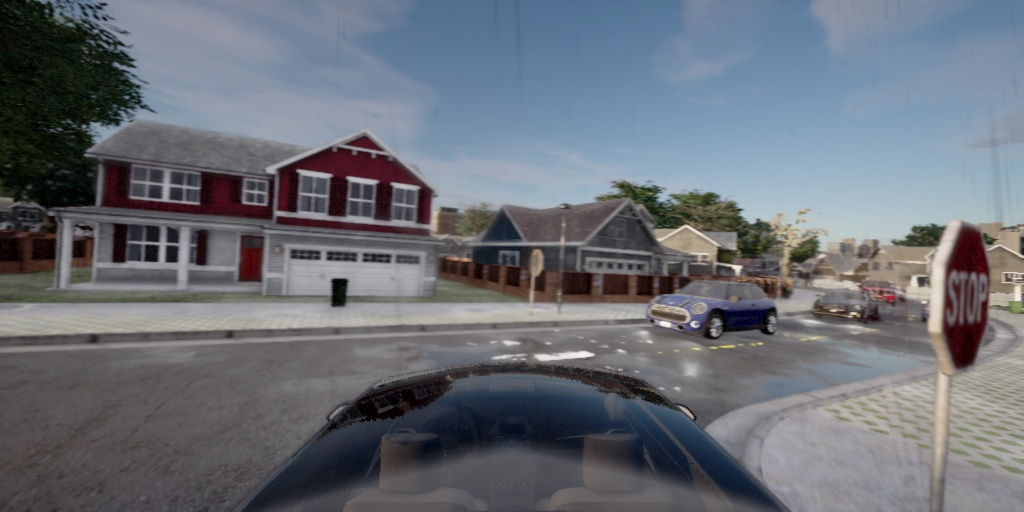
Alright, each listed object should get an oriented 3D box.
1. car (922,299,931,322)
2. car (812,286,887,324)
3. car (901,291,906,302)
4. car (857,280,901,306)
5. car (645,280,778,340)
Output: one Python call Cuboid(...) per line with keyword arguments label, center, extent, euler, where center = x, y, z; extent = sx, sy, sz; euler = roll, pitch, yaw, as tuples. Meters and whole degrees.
Cuboid(label="car", center=(23.329, 2.850, 19.114), extent=(5.357, 1.411, 2.033), euler=(4, -1, -39))
Cuboid(label="car", center=(16.825, 2.408, 17.961), extent=(4.892, 1.490, 1.837), euler=(4, -1, -36))
Cuboid(label="car", center=(40.454, 4.002, 38.534), extent=(1.812, 1.442, 4.674), euler=(3, -1, 33))
Cuboid(label="car", center=(32.327, 3.170, 31.925), extent=(2.150, 2.045, 5.566), euler=(3, -1, 40))
Cuboid(label="car", center=(6.619, 1.588, 11.840), extent=(4.553, 1.767, 2.097), euler=(4, -1, -28))
